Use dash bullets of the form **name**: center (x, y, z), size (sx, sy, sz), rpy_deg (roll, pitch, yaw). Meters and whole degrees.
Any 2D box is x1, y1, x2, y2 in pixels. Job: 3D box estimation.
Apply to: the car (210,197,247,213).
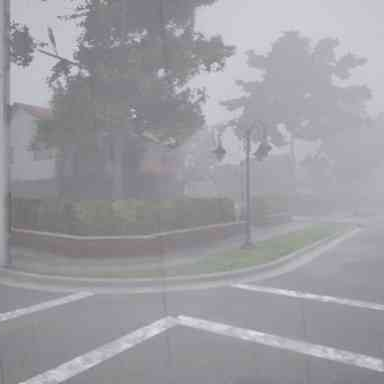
- **car**: center (2.946, 1.189, 29.930), size (3.806, 1.475, 1.970), rpy_deg (0, 0, 36)
